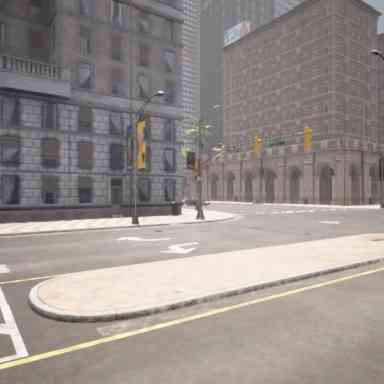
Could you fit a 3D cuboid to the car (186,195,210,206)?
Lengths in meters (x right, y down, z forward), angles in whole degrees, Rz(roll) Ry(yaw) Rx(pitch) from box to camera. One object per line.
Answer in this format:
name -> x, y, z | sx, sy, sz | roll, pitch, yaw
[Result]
car -> 0.929, 1.492, 52.095 | 2.128, 1.511, 4.902 | 0, 0, -34
